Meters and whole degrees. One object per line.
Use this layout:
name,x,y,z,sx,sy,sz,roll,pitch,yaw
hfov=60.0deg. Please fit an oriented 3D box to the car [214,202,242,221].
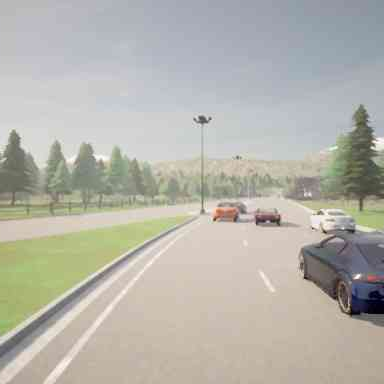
car,3.315,1.713,31.202,2.097,1.767,4.553,0,-1,11

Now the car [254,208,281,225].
car,6.009,1.912,26.845,1.895,1.301,4.718,0,-1,9

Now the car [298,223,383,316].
car,3.875,1.654,7.655,1.994,1.385,4.181,0,-1,3

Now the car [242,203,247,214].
car,5.893,2.037,42.379,2.033,1.411,5.357,0,-1,14

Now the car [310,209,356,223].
car,8.665,1.766,20.699,1.812,1.442,4.674,0,-1,8
